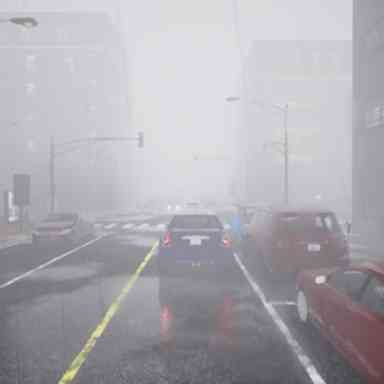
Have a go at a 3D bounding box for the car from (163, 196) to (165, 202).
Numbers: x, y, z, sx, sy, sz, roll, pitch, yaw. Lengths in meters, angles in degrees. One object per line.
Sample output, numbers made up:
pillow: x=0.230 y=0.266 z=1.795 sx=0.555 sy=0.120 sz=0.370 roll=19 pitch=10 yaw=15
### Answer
car: x=-5.699 y=1.503 z=58.683 sx=1.947 sy=1.339 sz=4.313 roll=0 pitch=0 yaw=0

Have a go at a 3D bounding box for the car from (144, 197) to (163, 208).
car: x=-5.699 y=1.511 z=47.636 sx=1.947 sy=1.339 sz=4.313 roll=0 pitch=0 yaw=0

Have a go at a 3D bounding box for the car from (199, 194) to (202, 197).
car: x=2.682 y=1.478 z=64.195 sx=1.887 sy=1.381 sz=4.507 roll=0 pitch=0 yaw=0

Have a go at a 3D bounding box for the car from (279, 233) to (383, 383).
car: x=2.683 y=1.539 z=4.174 sx=1.887 sy=1.381 sz=4.507 roll=0 pitch=0 yaw=0

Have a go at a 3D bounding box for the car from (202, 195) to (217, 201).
car: x=2.682 y=1.527 z=47.625 sx=1.802 sy=1.307 sz=4.206 roll=0 pitch=0 yaw=0

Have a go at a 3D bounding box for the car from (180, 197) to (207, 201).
car: x=0.100 y=1.488 z=29.617 sx=1.812 sy=1.442 sz=4.674 roll=0 pitch=0 yaw=0

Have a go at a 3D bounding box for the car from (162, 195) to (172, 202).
car: x=-5.700 y=1.472 z=75.254 sx=1.887 sy=1.381 sz=4.507 roll=0 pitch=0 yaw=0

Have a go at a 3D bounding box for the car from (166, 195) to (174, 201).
car: x=-5.700 y=1.504 z=86.301 sx=1.802 sy=1.307 sz=4.206 roll=0 pitch=0 yaw=0

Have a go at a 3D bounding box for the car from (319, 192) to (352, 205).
car: x=15.758 y=0.989 z=34.763 sx=5.009 sy=1.841 sz=2.192 roll=-1 pitch=1 yaw=0

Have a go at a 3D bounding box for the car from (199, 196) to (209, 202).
car: x=2.682 y=1.493 z=75.242 sx=1.947 sy=1.339 sz=4.313 roll=0 pitch=0 yaw=0

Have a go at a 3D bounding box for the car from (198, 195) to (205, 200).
car: x=2.680 y=1.446 z=91.982 sx=1.752 sy=1.417 sz=4.829 roll=0 pitch=0 yaw=0

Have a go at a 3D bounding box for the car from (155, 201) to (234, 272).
car: x=0.100 y=1.337 z=10.884 sx=2.097 sy=1.767 sz=4.553 roll=0 pitch=0 yaw=0

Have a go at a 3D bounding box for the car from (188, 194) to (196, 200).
car: x=-0.002 y=1.294 z=87.086 sx=2.033 sy=1.411 sz=5.357 roll=0 pitch=0 yaw=0

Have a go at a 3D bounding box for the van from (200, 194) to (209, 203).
van: x=2.680 y=1.272 z=69.718 sx=1.690 sy=1.788 sz=3.998 roll=0 pitch=0 yaw=0

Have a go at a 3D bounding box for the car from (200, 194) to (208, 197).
car: x=2.682 y=1.507 z=53.148 sx=1.947 sy=1.339 sz=4.313 roll=0 pitch=0 yaw=0

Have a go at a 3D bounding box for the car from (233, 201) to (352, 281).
car: x=2.681 y=1.302 z=9.702 sx=2.192 sy=1.841 sz=5.009 roll=0 pitch=0 yaw=0

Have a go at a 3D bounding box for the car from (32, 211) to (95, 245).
car: x=-5.698 y=1.561 z=15.231 sx=1.802 sy=1.307 sz=4.206 roll=0 pitch=0 yaw=0

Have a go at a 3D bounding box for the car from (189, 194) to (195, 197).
car: x=-0.003 y=1.443 z=77.080 sx=1.812 sy=1.442 sz=4.674 roll=0 pitch=0 yaw=0

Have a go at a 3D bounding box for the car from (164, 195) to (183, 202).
car: x=-3.062 y=1.540 z=55.910 sx=1.895 sy=1.301 sz=4.718 roll=0 pitch=0 yaw=0
